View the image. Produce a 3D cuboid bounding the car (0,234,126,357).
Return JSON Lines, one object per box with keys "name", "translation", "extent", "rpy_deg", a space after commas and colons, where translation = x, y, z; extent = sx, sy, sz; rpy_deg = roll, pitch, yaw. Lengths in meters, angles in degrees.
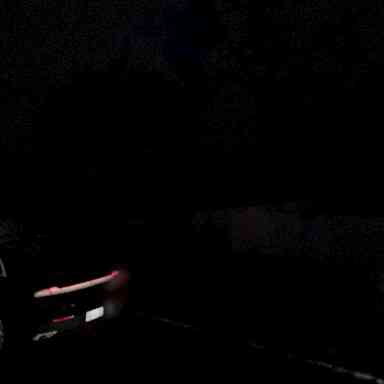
{"name": "car", "translation": [-3.389, 1.534, 6.101], "extent": [4.902, 1.511, 2.128], "rpy_deg": [0, 0, 34]}
